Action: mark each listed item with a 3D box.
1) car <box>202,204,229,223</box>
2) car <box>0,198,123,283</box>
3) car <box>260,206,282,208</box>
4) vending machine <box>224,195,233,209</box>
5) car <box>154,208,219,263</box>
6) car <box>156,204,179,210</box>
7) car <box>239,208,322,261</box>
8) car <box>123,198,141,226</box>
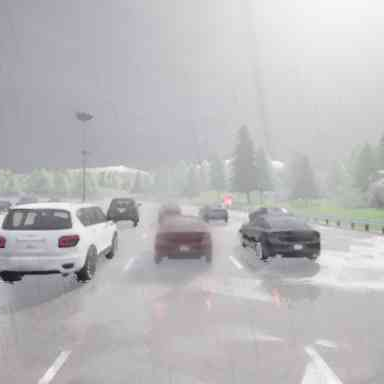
[{"bbox_3d":[1.681,1.705,27.236,2.128,1.511,4.902,0,0,-7],"label":"car"},{"bbox_3d":[-3.753,1.319,10.184,2.150,2.045,5.566,0,0,-2],"label":"car"},{"bbox_3d":[5.619,1.719,23.852,2.033,1.411,5.357,0,0,-6],"label":"car"},{"bbox_3d":[5.702,1.590,51.735,1.100,2.100,0.880,0,0,-14],"label":"vending machine"},{"bbox_3d":[-0.378,1.580,12.400,1.882,1.535,5.008,0,-1,-4],"label":"car"},{"bbox_3d":[-1.816,1.730,26.970,1.837,1.490,4.892,0,0,-7],"label":"car"},{"bbox_3d":[3.107,1.569,12.664,1.882,1.535,5.008,0,-1,-4],"label":"car"},{"bbox_3d":[-5.160,1.449,25.669,2.150,2.045,5.566,0,0,-7],"label":"car"}]
